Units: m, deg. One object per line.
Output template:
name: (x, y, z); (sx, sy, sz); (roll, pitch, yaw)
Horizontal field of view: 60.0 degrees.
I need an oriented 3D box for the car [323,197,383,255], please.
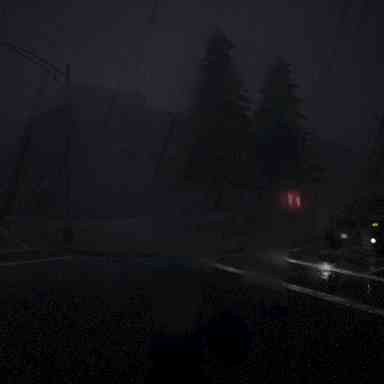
car: (7.745, 1.248, 13.719); (5.566, 2.045, 2.150); (0, 0, -36)
